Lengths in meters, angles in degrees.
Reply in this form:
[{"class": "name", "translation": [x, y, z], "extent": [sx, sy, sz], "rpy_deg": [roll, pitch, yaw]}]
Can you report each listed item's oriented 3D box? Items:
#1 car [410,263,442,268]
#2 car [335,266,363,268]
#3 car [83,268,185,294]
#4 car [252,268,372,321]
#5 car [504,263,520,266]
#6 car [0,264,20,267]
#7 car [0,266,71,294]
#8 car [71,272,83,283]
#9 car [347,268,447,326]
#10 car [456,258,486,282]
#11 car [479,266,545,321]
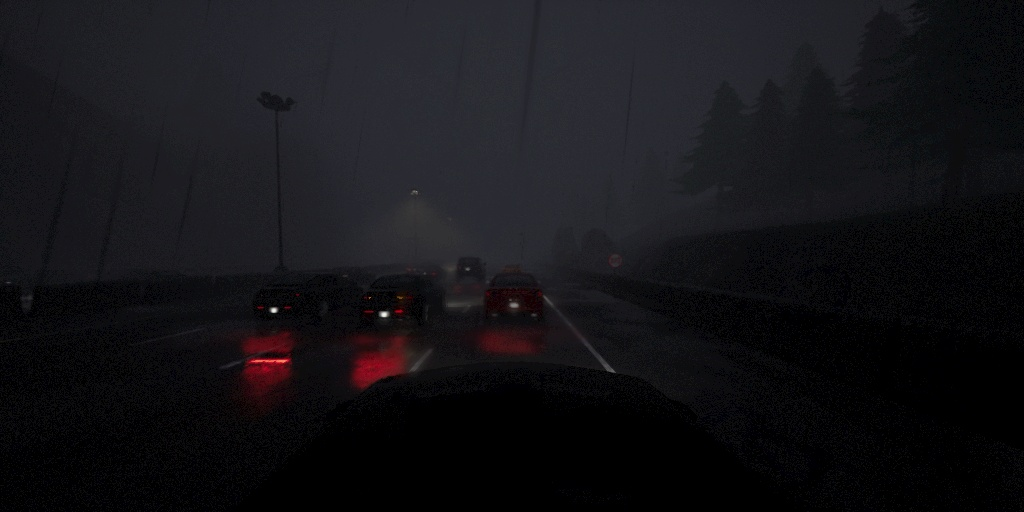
[{"class": "car", "translation": [-6.996, 1.486, 31.491], "extent": [2.033, 1.411, 5.357], "rpy_deg": [0, 0, 0]}, {"class": "car", "translation": [-10.468, 1.397, 23.391], "extent": [2.128, 1.511, 4.902], "rpy_deg": [0, 0, 0]}, {"class": "car", "translation": [-21.086, 1.510, 20.903], "extent": [1.895, 1.301, 4.718], "rpy_deg": [0, 0, 0]}, {"class": "car", "translation": [-6.932, 1.337, 12.843], "extent": [1.837, 1.490, 4.892], "rpy_deg": [0, 0, 0]}, {"class": "car", "translation": [0.002, 1.406, 32.113], "extent": [1.882, 1.535, 5.008], "rpy_deg": [0, 0, 0]}, {"class": "car", "translation": [-31.587, 1.279, 20.902], "extent": [2.097, 1.767, 4.553], "rpy_deg": [0, 0, 0]}, {"class": "car", "translation": [-28.081, 1.489, 21.347], "extent": [1.994, 1.385, 4.181], "rpy_deg": [0, 0, 0]}, {"class": "car", "translation": [-24.572, 1.493, 22.977], "extent": [1.994, 1.385, 4.181], "rpy_deg": [0, 0, 0]}, {"class": "car", "translation": [-3.429, 1.326, 12.010], "extent": [1.837, 1.490, 4.892], "rpy_deg": [0, 0, 0]}, {"class": "car", "translation": [-3.495, 1.152, 31.131], "extent": [2.150, 2.045, 5.566], "rpy_deg": [0, 0, 0]}, {"class": "car", "translation": [0.068, 1.297, 12.812], "extent": [1.882, 1.535, 5.008], "rpy_deg": [0, 0, 0]}]
